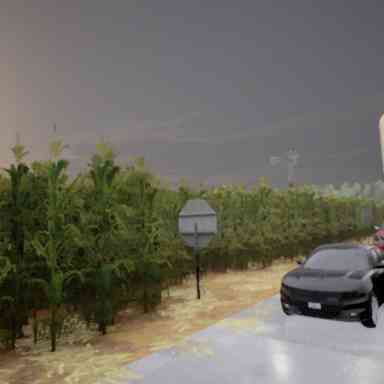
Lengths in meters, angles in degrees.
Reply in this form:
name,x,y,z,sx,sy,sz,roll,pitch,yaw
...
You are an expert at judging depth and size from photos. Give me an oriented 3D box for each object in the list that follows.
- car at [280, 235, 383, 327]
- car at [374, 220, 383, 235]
name,x,y,z,sx,sy,sz,roll,pitch,yaw
car,3.954,2.097,8.574,1.882,1.535,5.008,-6,-6,38
car,11.519,2.397,18.213,2.150,2.045,5.566,-6,-6,38
